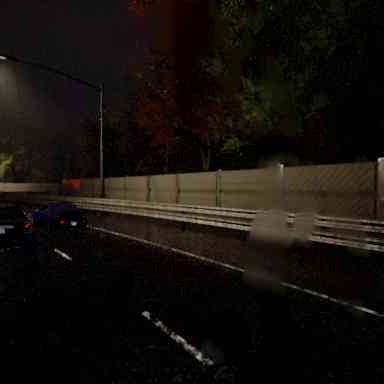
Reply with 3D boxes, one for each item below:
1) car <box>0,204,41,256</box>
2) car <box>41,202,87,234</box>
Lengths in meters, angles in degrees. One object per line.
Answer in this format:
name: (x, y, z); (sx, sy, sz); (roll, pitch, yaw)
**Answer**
car: (-7.019, 1.180, 11.689); (2.097, 1.767, 4.553); (-1, 1, -36)
car: (-7.017, 1.273, 17.429); (1.812, 1.442, 4.674); (0, 1, -39)
